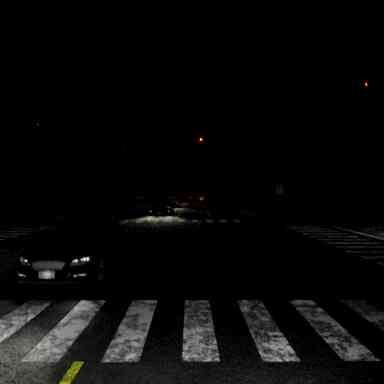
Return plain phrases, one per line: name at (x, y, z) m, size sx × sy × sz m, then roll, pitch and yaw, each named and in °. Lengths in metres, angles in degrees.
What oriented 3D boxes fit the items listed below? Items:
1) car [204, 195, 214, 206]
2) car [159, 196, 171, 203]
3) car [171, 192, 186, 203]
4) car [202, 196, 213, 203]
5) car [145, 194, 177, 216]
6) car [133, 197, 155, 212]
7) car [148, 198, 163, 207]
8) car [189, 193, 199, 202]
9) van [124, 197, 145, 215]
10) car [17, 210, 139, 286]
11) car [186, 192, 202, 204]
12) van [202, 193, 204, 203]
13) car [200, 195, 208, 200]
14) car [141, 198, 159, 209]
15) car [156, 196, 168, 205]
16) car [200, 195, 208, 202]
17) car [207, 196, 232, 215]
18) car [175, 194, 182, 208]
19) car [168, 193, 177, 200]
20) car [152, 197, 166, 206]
car at (2.944, 1.443, 44.756) m, size 1.967 × 1.590 × 4.097 m, roll 0°, pitch 0°, yaw 0°
car at (-5.439, 1.566, 67.478) m, size 1.947 × 1.339 × 4.313 m, roll 0°, pitch 0°, yaw 0°
car at (-2.579, 1.217, 67.942) m, size 2.150 × 2.045 × 5.566 m, roll 0°, pitch 0°, yaw 0°
car at (3.087, 1.551, 67.433) m, size 2.008 × 1.369 × 4.403 m, roll 0°, pitch 0°, yaw 0°
car at (-2.924, 1.355, 32.389) m, size 2.097 × 1.767 × 4.553 m, roll 0°, pitch 0°, yaw 1°
car at (-5.617, 1.442, 39.137) m, size 1.967 × 1.590 × 4.097 m, roll 0°, pitch 0°, yaw 0°
car at (-5.546, 1.584, 50.474) m, size 1.802 × 1.307 × 4.206 m, roll 0°, pitch 0°, yaw 0°
car at (0.459, 1.185, 73.800) m, size 2.097 × 1.767 × 4.553 m, roll 0°, pitch 0°, yaw 0°
van at (-5.653, 1.343, 33.469) m, size 1.690 × 1.788 × 3.998 m, roll 0°, pitch 0°, yaw 0°
car at (-3.068, 1.493, 9.495) m, size 2.128 × 1.511 × 4.902 m, roll 0°, pitch 0°, yaw 0°
car at (0.395, 1.222, 63.440) m, size 2.150 × 2.045 × 5.566 m, roll 0°, pitch 0°, yaw 0°
van at (3.015, 1.343, 56.094) m, size 1.690 × 1.788 × 3.998 m, roll 0°, pitch 0°, yaw 0°
car at (3.230, 1.557, 90.110) m, size 1.947 × 1.339 × 4.313 m, roll 0°, pitch 0°, yaw 0°
car at (-5.582, 1.568, 44.806) m, size 1.947 × 1.339 × 4.313 m, roll 0°, pitch 0°, yaw 0°
car at (-5.476, 1.526, 61.640) m, size 1.752 × 1.417 × 4.829 m, roll 0°, pitch 0°, yaw 0°
car at (2.846, 1.452, 79.604) m, size 1.801 × 1.575 × 5.366 m, roll 0°, pitch 0°, yaw 0°
car at (2.872, 1.442, 33.418) m, size 1.967 × 1.590 × 4.097 m, roll 0°, pitch 0°, yaw 0°
car at (-2.804, 1.481, 47.647) m, size 1.882 × 1.535 × 5.008 m, roll 0°, pitch 1°, yaw 0°
car at (-5.296, 1.306, 90.151) m, size 2.192 × 1.841 × 5.009 m, roll 0°, pitch 0°, yaw 0°
car at (-5.510, 1.568, 56.142) m, size 1.947 × 1.339 × 4.313 m, roll 0°, pitch 0°, yaw 0°
